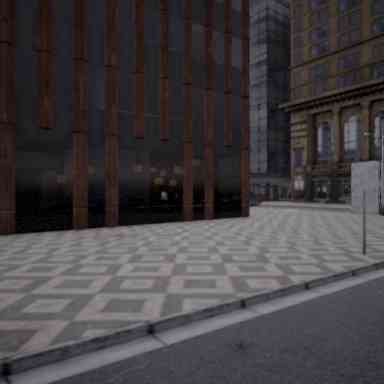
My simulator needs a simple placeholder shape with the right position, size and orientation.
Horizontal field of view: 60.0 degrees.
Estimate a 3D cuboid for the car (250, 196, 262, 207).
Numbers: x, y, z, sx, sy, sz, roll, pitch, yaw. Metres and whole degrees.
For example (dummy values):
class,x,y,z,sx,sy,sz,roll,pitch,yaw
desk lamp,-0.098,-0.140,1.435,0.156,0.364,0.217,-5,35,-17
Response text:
class,x,y,z,sx,sy,sz,roll,pitch,yaw
car,6.864,1.220,42.933,1.837,1.490,4.892,0,1,-35
